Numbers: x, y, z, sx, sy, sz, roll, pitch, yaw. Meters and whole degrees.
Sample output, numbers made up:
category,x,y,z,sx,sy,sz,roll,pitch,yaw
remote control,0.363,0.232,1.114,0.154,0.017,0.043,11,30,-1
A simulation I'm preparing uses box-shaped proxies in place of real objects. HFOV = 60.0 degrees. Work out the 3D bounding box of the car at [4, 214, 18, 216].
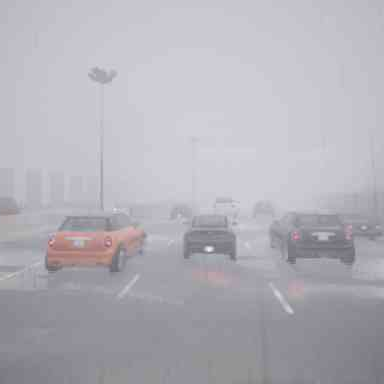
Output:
category,x,y,z,sx,sy,sz,roll,pitch,yaw
car,-12.848,1.310,20.113,2.150,2.045,5.566,0,-1,7

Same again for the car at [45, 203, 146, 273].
category,x,y,z,sx,sy,sz,roll,pitch,yaw
car,-2.906,1.415,11.075,2.097,1.767,4.553,0,0,4

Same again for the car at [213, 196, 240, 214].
category,x,y,z,sx,sy,sz,roll,pitch,yaw
car,3.287,1.441,31.801,2.150,2.045,5.566,0,0,11

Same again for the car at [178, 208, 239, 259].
category,x,y,z,sx,sy,sz,roll,pitch,yaw
car,0.730,1.593,13.056,1.837,1.490,4.892,0,0,4

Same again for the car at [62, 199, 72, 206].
category,x,y,z,sx,sy,sz,roll,pitch,yaw
car,-17.661,1.745,50.612,1.882,1.535,5.008,0,0,15

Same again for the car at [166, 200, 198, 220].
category,x,y,z,sx,sy,sz,roll,pitch,yaw
car,-0.647,1.696,29.593,1.837,1.490,4.892,0,0,10

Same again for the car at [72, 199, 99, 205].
category,x,y,z,sx,sy,sz,roll,pitch,yaw
car,-14.764,1.861,47.933,1.895,1.301,4.718,0,0,15

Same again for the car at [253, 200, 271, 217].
category,x,y,z,sx,sy,sz,roll,pitch,yaw
car,7.369,1.601,34.130,2.097,1.767,4.553,0,0,12

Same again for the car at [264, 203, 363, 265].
category,x,y,z,sx,sy,sz,roll,pitch,yaw
car,4.192,1.448,12.362,2.097,1.767,4.553,0,0,4

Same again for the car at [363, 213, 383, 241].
category,x,y,z,sx,sy,sz,roll,pitch,yaw
car,8.178,1.692,17.734,2.033,1.411,5.357,0,0,7

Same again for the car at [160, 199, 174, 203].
category,x,y,z,sx,sy,sz,roll,pitch,yaw
car,-4.225,1.922,59.664,2.033,1.411,5.357,0,0,17

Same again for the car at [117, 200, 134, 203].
category,x,y,z,sx,sy,sz,roll,pitch,yaw
car,-10.342,1.859,50.934,1.994,1.385,4.181,0,0,16
